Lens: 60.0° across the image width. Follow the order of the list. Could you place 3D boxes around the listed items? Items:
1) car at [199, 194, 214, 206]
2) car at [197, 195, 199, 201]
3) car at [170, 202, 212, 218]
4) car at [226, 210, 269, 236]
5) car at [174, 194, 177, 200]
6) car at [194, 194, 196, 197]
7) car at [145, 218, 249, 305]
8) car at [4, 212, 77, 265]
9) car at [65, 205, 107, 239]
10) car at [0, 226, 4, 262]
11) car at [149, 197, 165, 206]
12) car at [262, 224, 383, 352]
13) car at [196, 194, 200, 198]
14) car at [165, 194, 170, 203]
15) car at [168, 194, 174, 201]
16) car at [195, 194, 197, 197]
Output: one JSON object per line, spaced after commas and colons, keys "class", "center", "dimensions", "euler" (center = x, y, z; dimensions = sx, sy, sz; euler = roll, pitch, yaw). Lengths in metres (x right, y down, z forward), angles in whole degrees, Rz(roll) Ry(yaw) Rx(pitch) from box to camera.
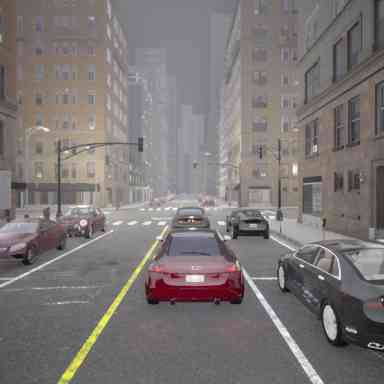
{"class": "car", "center": [2.604, 1.476, 54.230], "dimensions": [1.967, 1.590, 4.097], "euler": [0, 0, 0]}
{"class": "car", "center": [2.567, 1.606, 65.048], "dimensions": [2.008, 1.369, 4.403], "euler": [0, 0, 0]}
{"class": "car", "center": [-0.051, 1.505, 17.048], "dimensions": [1.837, 1.490, 4.892], "euler": [0, 0, 0]}
{"class": "car", "center": [2.768, 1.566, 17.140], "dimensions": [1.947, 1.339, 4.313], "euler": [0, 0, 0]}
{"class": "car", "center": [-6.055, 1.456, 92.058], "dimensions": [2.192, 1.841, 5.009], "euler": [0, 0, 0]}
{"class": "car", "center": [2.470, 1.456, 92.093], "dimensions": [2.192, 1.841, 5.009], "euler": [0, 0, 0]}
{"class": "car", "center": [0.040, 1.564, 8.135], "dimensions": [1.994, 1.385, 4.181], "euler": [0, 0, -1]}
{"class": "car", "center": [-5.728, 1.582, 11.594], "dimensions": [1.802, 1.307, 4.206], "euler": [0, 0, 0]}
{"class": "car", "center": [-5.757, 1.441, 17.095], "dimensions": [1.967, 1.590, 4.097], "euler": [0, 0, 0]}
{"class": "car", "center": [-5.698, 1.566, 6.092], "dimensions": [1.947, 1.339, 4.313], "euler": [0, 0, 0]}
{"class": "car", "center": [-5.920, 1.618, 54.198], "dimensions": [1.802, 1.307, 4.206], "euler": [0, 0, 0]}
{"class": "car", "center": [2.827, 1.551, 6.138], "dimensions": [2.008, 1.369, 4.403], "euler": [0, 0, 0]}
{"class": "car", "center": [2.528, 1.524, 75.866], "dimensions": [1.967, 1.590, 4.097], "euler": [0, 0, 0]}
{"class": "car", "center": [-5.958, 1.606, 65.014], "dimensions": [2.008, 1.369, 4.403], "euler": [0, 0, 0]}
{"class": "car", "center": [-6.015, 1.625, 81.070], "dimensions": [1.752, 1.417, 4.829], "euler": [0, 0, 0]}
{"class": "car", "center": [2.489, 1.560, 86.684], "dimensions": [1.967, 1.590, 4.097], "euler": [0, 0, 0]}
